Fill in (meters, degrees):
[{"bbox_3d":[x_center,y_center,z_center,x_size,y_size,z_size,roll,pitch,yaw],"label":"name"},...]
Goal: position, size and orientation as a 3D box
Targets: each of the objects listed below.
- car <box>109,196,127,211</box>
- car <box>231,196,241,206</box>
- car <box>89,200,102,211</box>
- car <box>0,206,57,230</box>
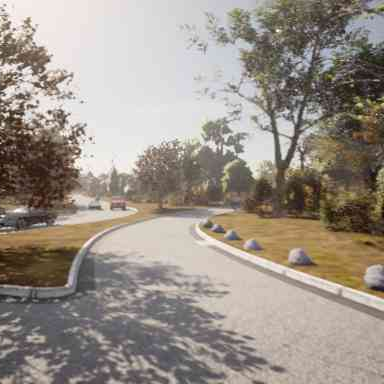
[{"bbox_3d":[-10.869,1.634,48.706,2.150,2.045,5.566,0,0,-15],"label":"car"},{"bbox_3d":[7.903,1.496,53.843,2.097,1.767,4.553,0,1,27],"label":"car"},{"bbox_3d":[-14.527,1.973,49.761,2.033,1.411,5.357,0,0,-17],"label":"car"},{"bbox_3d":[-11.199,1.654,22.522,2.128,1.511,4.902,0,-1,13],"label":"car"}]
